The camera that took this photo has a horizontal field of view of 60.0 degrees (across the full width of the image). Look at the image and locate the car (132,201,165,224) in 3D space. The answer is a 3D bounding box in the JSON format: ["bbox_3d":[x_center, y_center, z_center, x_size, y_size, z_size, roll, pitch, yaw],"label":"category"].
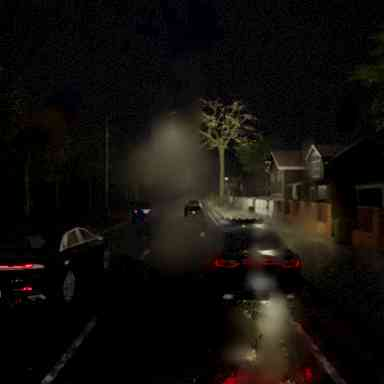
[{"bbox_3d":[-3.285,1.484,26.095,2.097,1.767,4.553,0,0,0],"label":"car"}]

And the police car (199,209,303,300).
[{"bbox_3d":[1.262,1.467,8.654,1.930,1.638,5.238,0,0,0],"label":"police car"}]

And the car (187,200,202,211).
[{"bbox_3d":[0.248,1.802,45.708,1.994,1.385,4.181,0,0,-1],"label":"car"}]

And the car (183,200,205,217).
[{"bbox_3d":[0.202,1.677,33.594,1.837,1.490,4.892,0,0,1],"label":"car"}]

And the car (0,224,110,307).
[{"bbox_3d":[-3.364,1.532,8.069,2.128,1.511,4.902,0,0,0],"label":"car"}]
